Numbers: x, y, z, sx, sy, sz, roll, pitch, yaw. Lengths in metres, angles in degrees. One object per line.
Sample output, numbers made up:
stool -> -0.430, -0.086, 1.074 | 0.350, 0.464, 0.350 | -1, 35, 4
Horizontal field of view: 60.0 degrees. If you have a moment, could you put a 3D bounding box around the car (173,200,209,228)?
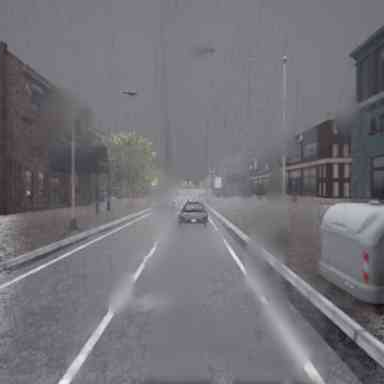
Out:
car -> 0.099, 1.520, 22.450 | 2.128, 1.511, 4.902 | 0, 0, 0

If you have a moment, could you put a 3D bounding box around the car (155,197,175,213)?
car -> -3.089, 1.454, 38.958 | 2.097, 1.767, 4.553 | 0, 0, 0
